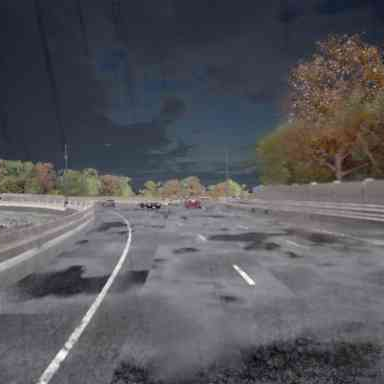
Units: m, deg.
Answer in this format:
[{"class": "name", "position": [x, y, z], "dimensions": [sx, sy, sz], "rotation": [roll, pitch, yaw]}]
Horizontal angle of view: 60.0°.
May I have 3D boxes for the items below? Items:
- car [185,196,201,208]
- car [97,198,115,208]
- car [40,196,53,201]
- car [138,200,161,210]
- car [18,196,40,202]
[{"class": "car", "position": [0.054, 1.355, 47.049], "dimensions": [2.097, 1.767, 4.553], "rotation": [-1, 0, -3]}, {"class": "car", "position": [-13.243, 1.649, 51.084], "dimensions": [2.128, 1.511, 4.902], "rotation": [-1, 0, -29]}, {"class": "car", "position": [-39.271, 1.813, 86.672], "dimensions": [4.553, 1.767, 2.097], "rotation": [-1, 0, 36]}, {"class": "car", "position": [-5.672, 1.670, 43.804], "dimensions": [1.895, 1.301, 4.718], "rotation": [-1, 0, -24]}, {"class": "car", "position": [-41.018, 1.996, 83.600], "dimensions": [4.674, 1.442, 1.812], "rotation": [-1, 0, 36]}]
